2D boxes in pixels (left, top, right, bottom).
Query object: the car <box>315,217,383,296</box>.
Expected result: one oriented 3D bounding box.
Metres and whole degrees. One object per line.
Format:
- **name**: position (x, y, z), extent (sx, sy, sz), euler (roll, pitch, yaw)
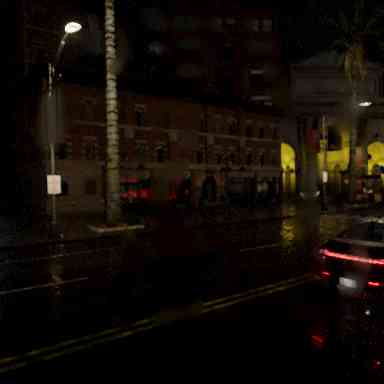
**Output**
- **car**: position (4.668, 1.287, 7.125), extent (4.902, 1.511, 2.128), euler (-2, 1, -35)
